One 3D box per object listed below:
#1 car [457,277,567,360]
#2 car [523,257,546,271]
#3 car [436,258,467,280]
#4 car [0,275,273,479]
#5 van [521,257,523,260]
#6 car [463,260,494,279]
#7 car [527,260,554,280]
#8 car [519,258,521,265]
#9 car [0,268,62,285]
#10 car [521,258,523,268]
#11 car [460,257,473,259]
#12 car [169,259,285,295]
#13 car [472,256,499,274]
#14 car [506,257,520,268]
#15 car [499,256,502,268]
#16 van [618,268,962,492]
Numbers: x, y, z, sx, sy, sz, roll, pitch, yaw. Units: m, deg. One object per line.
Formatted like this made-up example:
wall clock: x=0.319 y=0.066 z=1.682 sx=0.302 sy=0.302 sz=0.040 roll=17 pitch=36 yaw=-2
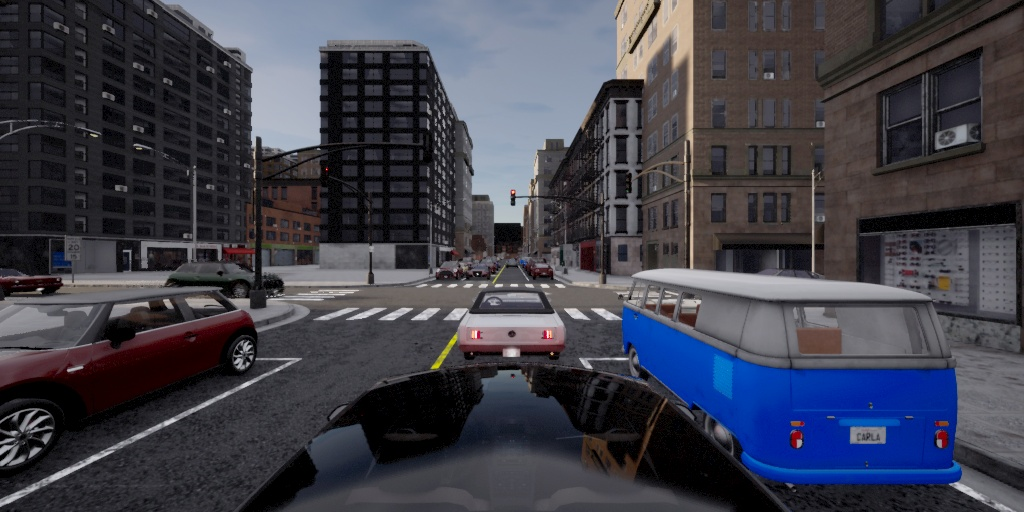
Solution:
car: x=-0.005 y=1.351 z=8.292 sx=1.895 sy=1.301 sz=4.718 roll=0 pitch=0 yaw=0
car: x=2.601 y=1.063 z=36.796 sx=2.192 sy=1.841 sz=5.009 roll=0 pitch=0 yaw=0
car: x=-5.418 y=1.188 z=31.377 sx=1.967 sy=1.591 sz=4.097 roll=0 pitch=0 yaw=0
car: x=-5.388 y=1.190 z=4.498 sx=1.967 sy=1.591 sz=4.097 roll=0 pitch=0 yaw=0
van: x=2.583 y=1.086 z=53.025 sx=1.690 sy=1.789 sz=3.998 roll=0 pitch=0 yaw=0
car: x=-2.882 y=1.313 z=31.553 sx=1.994 sy=1.385 sz=4.181 roll=0 pitch=0 yaw=-1
car: x=2.607 y=1.294 z=31.386 sx=1.888 sy=1.381 sz=4.507 roll=0 pitch=0 yaw=0
car: x=2.577 y=1.309 z=58.434 sx=1.948 sy=1.339 sz=4.313 roll=0 pitch=0 yaw=0
car: x=-24.184 y=1.225 z=16.702 sx=4.718 sy=1.301 sz=1.895 roll=0 pitch=0 yaw=0
car: x=2.589 y=1.292 z=47.615 sx=1.888 sy=1.381 sz=4.507 roll=0 pitch=0 yaw=0
car: x=-5.430 y=1.063 z=42.196 sx=2.192 sy=1.841 sz=5.009 roll=0 pitch=0 yaw=0
car: x=-13.192 y=1.037 z=16.664 sx=4.553 sy=1.767 sz=2.097 roll=0 pitch=0 yaw=1
car: x=-2.874 y=1.100 z=40.173 sx=2.097 sy=1.767 sz=4.553 roll=0 pitch=0 yaw=0
car: x=0.035 y=1.306 z=61.414 sx=1.994 sy=1.385 sz=4.181 roll=0 pitch=0 yaw=0
car: x=-2.887 y=1.099 z=49.048 sx=2.097 sy=1.767 sz=4.553 roll=0 pitch=0 yaw=0
van: x=2.637 y=1.091 z=4.506 sx=1.690 sy=1.789 sz=3.998 roll=0 pitch=0 yaw=0
